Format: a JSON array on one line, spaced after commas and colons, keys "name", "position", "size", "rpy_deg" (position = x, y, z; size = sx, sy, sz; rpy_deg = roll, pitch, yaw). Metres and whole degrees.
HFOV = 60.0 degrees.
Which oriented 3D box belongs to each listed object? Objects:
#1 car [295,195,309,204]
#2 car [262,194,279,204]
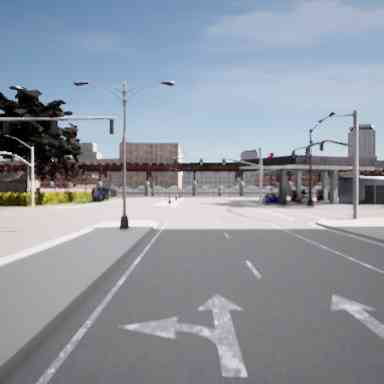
[{"name": "car", "position": [18.958, 1.265, 56.608], "size": [1.970, 1.475, 3.806], "rpy_deg": [0, 0, 0]}, {"name": "car", "position": [13.213, 1.107, 55.845], "size": [2.242, 1.667, 4.611], "rpy_deg": [0, 0, 0]}]
